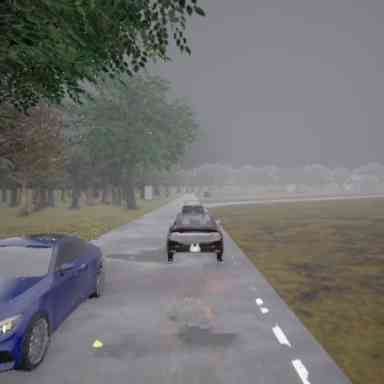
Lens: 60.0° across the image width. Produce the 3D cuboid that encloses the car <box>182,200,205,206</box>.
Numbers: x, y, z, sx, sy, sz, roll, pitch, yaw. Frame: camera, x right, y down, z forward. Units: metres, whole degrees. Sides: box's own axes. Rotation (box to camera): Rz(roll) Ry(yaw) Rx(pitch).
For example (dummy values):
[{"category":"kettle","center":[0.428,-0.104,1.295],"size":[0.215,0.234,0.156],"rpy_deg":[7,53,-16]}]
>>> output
[{"category":"car","center":[0.104,1.457,29.366],"size":[1.882,1.535,5.008],"rpy_deg":[0,0,0]}]

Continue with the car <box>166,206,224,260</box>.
[{"category":"car","center":[0.095,1.477,12.306],"size":[2.128,1.511,4.902],"rpy_deg":[0,0,0]}]

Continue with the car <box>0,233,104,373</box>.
[{"category":"car","center":[-2.851,1.517,5.793],"size":[1.812,1.442,4.674],"rpy_deg":[0,0,0]}]
